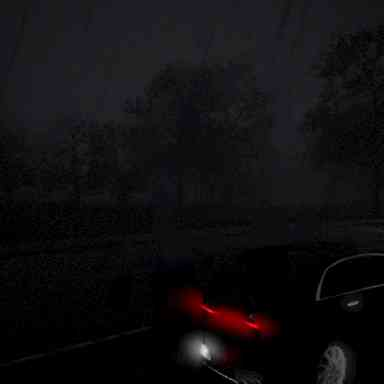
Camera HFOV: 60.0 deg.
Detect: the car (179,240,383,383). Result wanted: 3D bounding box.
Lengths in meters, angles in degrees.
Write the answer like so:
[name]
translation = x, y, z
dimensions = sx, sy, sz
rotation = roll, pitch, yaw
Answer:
[car]
translation = 2.139, 1.499, 5.027
dimensions = 4.892, 1.490, 1.837
rotation = 0, 0, -34
